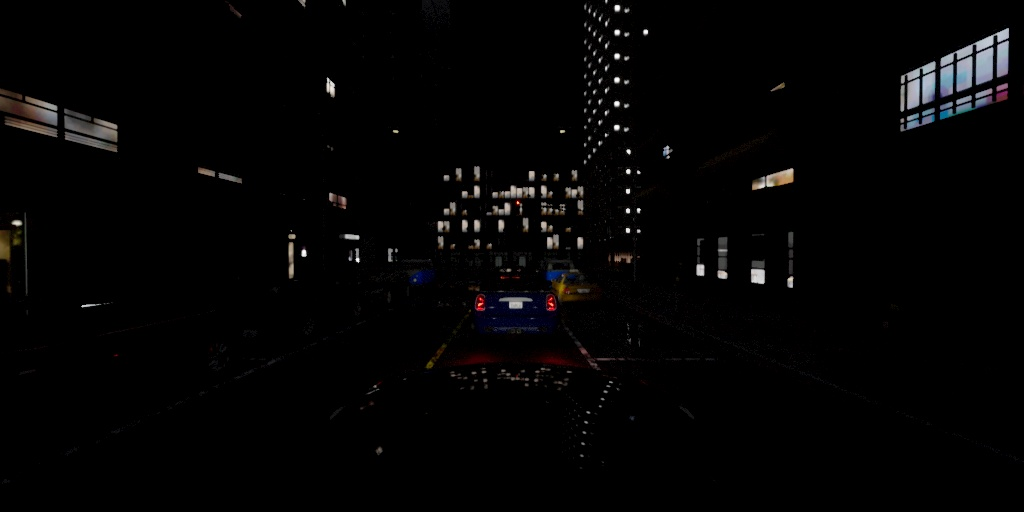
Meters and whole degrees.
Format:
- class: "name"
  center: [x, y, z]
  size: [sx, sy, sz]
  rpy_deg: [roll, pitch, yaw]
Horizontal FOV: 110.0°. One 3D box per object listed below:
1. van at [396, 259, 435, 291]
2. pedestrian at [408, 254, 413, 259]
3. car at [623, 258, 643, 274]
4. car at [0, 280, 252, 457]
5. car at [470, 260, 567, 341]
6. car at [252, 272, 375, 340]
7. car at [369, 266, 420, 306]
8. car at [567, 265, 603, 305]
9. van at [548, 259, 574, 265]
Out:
- class: "van"
  center: [-5.692, 1.081, 21.176]
  size: [1.690, 1.789, 3.998]
  rpy_deg: [0, 0, 0]
- class: "pedestrian"
  center: [-12.394, 0.624, 43.577]
  size: [0.375, 1.860, 0.375]
  rpy_deg: [0, 1, 0]
- class: "car"
  center: [15.232, 1.077, 40.487]
  size: [5.009, 1.841, 2.192]
  rpy_deg: [0, 0, 0]
- class: "car"
  center: [-5.691, 1.188, 4.371]
  size: [1.967, 1.591, 4.097]
  rpy_deg: [0, 0, 0]
- class: "car"
  center: [0.085, 1.098, 10.014]
  size: [2.097, 1.767, 4.553]
  rpy_deg: [0, 0, 0]
- class: "car"
  center: [-5.691, 1.312, 9.972]
  size: [1.948, 1.339, 4.313]
  rpy_deg: [0, 0, 0]
- class: "car"
  center: [-5.691, 1.294, 15.574]
  size: [2.007, 1.370, 4.403]
  rpy_deg: [0, 0, 0]
- class: "car"
  center: [2.690, 1.268, 15.716]
  size: [1.751, 1.417, 4.829]
  rpy_deg: [0, 0, 0]
- class: "van"
  center: [2.689, 1.081, 21.148]
  size: [1.690, 1.789, 3.998]
  rpy_deg: [0, 0, 0]
